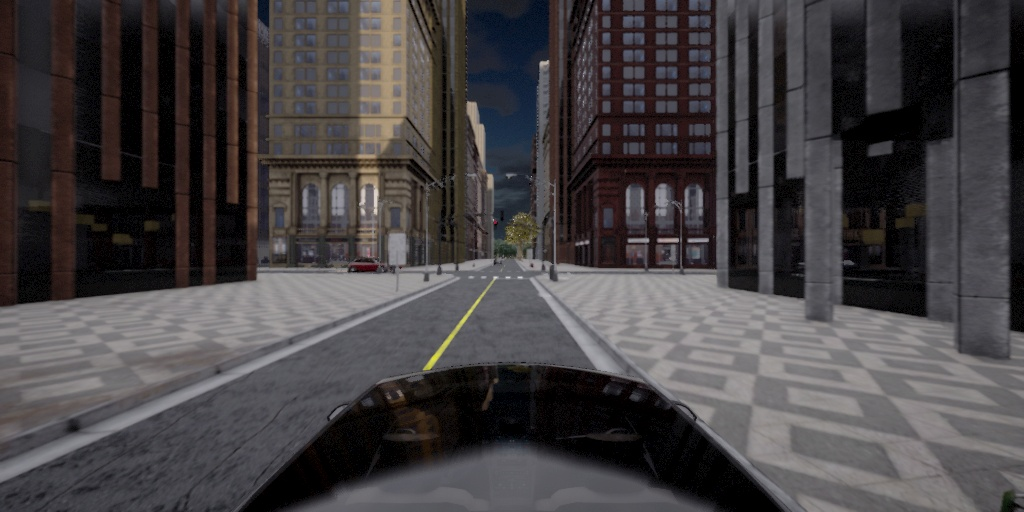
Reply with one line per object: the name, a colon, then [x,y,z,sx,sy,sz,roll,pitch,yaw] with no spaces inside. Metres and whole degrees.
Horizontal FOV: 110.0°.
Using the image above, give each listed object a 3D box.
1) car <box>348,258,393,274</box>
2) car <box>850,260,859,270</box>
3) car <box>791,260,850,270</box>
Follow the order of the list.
car: [-14.874,1.001,38.174,4.553,1.767,2.097,0,0,0]
car: [36.851,1.201,41.216,4.553,1.767,2.097,0,0,0]
car: [32.381,1.343,38.148,4.892,1.490,1.837,0,0,0]
